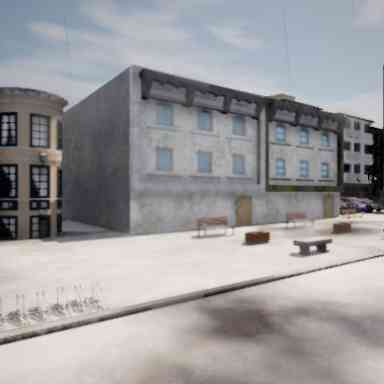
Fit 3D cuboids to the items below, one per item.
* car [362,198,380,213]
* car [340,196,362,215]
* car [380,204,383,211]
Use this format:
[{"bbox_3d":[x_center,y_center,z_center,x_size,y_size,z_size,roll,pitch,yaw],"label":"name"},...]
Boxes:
[{"bbox_3d":[16.772,1.354,35.265,2.242,1.667,4.611,0,0,-26],"label":"car"},{"bbox_3d":[14.383,1.249,33.273,1.905,1.878,3.866,0,0,-26],"label":"car"},{"bbox_3d":[19.090,1.423,37.096,1.816,1.474,4.193,0,0,-26],"label":"car"}]
